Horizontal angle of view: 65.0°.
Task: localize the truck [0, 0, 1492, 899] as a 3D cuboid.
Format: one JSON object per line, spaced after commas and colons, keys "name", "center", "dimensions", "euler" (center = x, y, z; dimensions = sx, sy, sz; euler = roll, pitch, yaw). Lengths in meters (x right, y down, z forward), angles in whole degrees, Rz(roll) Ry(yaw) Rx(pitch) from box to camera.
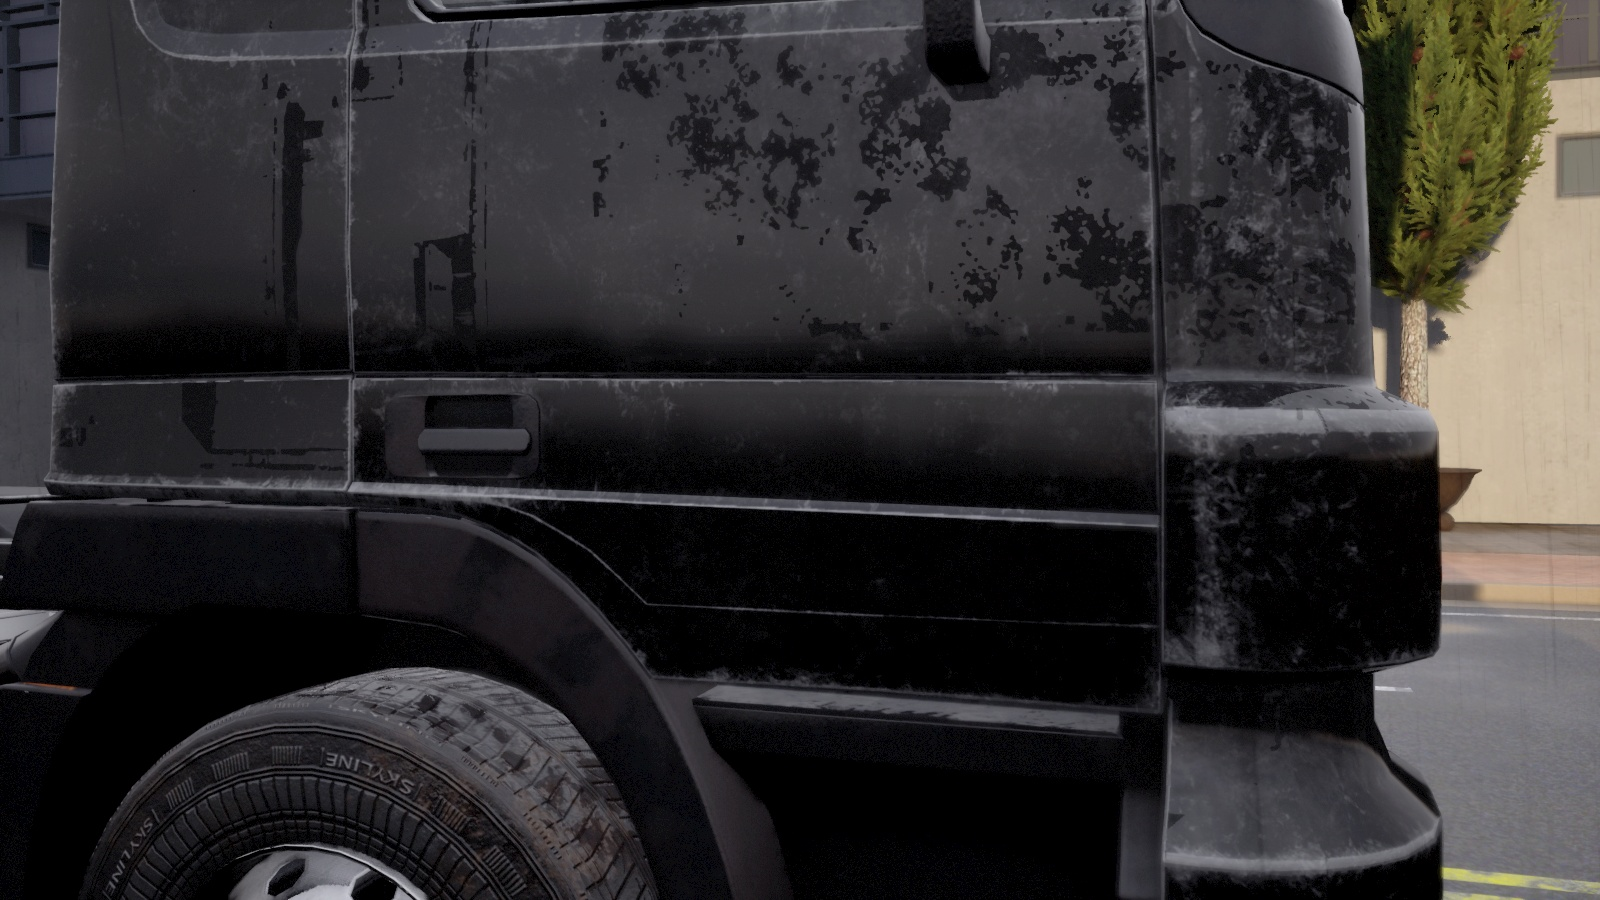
{"name": "truck", "center": [-2.510, -0.230, 4.057], "dimensions": [7.936, 3.462, 2.891], "euler": [1, 1, 19]}
